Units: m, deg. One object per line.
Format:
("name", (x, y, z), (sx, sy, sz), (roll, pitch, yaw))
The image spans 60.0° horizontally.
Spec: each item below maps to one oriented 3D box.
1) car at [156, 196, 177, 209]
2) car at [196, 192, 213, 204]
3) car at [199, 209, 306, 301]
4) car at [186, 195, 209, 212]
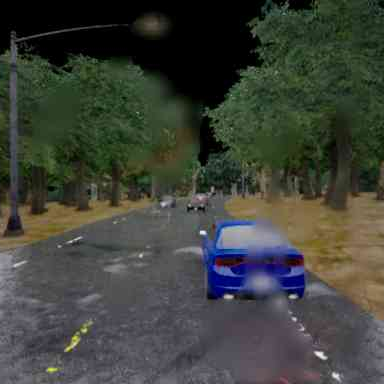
("car", (-2.915, 1.172, 38.441), (2.128, 1.511, 4.902), (0, 1, 4))
("car", (1.430, 0.926, 47.219), (2.097, 1.767, 4.553), (0, 1, 7))
("car", (1.236, 1.423, 8.307), (1.882, 1.535, 5.008), (0, 0, 0))
("car", (0.509, 1.321, 34.432), (1.895, 1.301, 4.718), (0, 1, 3))
